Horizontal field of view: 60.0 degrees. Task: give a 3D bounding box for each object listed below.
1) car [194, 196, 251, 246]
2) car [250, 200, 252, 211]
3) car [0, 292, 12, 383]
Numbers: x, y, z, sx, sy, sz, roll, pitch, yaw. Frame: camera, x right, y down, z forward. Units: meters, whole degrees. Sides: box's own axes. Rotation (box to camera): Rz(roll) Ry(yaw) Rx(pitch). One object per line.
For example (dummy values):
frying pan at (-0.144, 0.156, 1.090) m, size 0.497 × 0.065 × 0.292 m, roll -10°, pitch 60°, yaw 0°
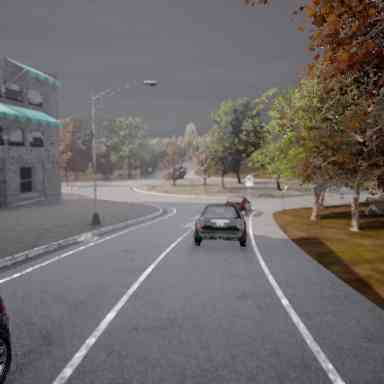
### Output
car at (1.349, 1.260, 15.045) m, size 2.097 × 1.767 × 4.553 m, roll 1°, pitch 0°, yaw 7°
car at (4.075, 1.074, 29.242) m, size 1.882 × 1.535 × 5.008 m, roll 2°, pitch 4°, yaw 18°
car at (-3.174, 1.323, 1.923) m, size 2.097 × 1.767 × 4.553 m, roll 0°, pitch 1°, yaw 2°
